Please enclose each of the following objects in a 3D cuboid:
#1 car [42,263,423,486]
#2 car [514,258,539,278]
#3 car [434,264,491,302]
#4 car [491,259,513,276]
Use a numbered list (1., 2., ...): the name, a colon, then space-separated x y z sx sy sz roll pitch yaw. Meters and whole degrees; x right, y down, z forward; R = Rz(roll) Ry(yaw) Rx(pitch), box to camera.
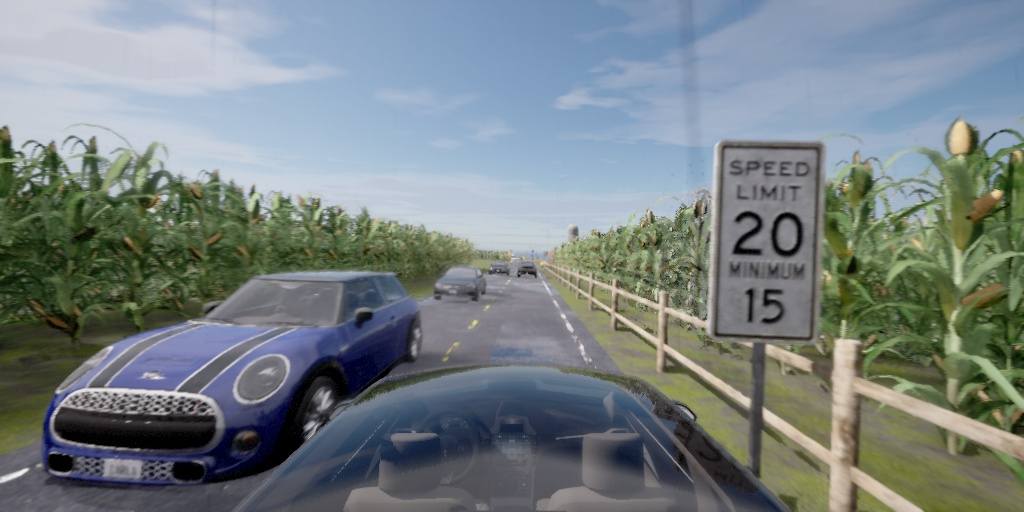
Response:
1. car: -2.799 1.002 4.931 2.097 1.767 4.553 2 0 3
2. car: 1.528 1.300 35.241 1.837 1.490 4.892 2 0 3
3. car: -2.255 1.188 16.684 1.812 1.442 4.674 2 0 3
4. car: -1.252 1.263 36.563 1.994 1.385 4.181 2 0 3
